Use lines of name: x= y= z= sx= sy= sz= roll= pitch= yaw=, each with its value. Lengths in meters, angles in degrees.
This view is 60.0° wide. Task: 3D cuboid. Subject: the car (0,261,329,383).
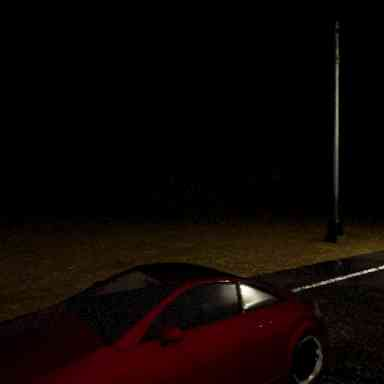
car: x=-0.354 y=1.574 z=3.739 sx=4.181 sy=1.385 sz=1.994 roll=0 pitch=0 yaw=-35
